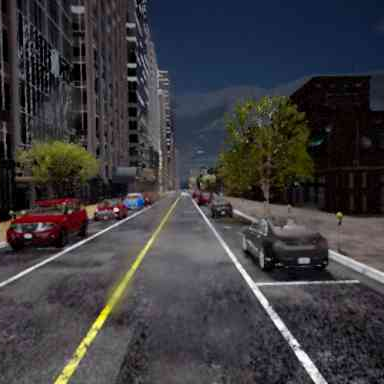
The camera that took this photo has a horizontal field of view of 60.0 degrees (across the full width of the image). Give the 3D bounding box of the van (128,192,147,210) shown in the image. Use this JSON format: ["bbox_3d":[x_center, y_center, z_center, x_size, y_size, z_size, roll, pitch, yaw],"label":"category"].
[{"bbox_3d":[-6.490,1.071,37.617,1.690,1.788,3.998,-2,1,-1],"label":"van"}]

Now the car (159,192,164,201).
[{"bbox_3d":[-7.082,0.991,65.285,1.887,1.381,4.507,-2,1,-1],"label":"car"}]

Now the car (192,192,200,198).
[{"bbox_3d":[0.935,0.666,82.053,1.947,1.339,4.313,-2,1,-1],"label":"car"}]

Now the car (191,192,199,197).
[{"bbox_3d":[0.816,0.625,87.586,1.802,1.307,4.206,-2,1,-1],"label":"car"}]

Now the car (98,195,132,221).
[{"bbox_3d":[-6.242,1.290,25.824,1.967,1.590,4.097,-2,1,-1],"label":"car"}]

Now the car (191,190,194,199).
[{"bbox_3d":[1.166,0.528,70.985,2.192,1.841,5.009,-2,1,-1],"label":"car"}]

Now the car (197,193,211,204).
[{"bbox_3d":[1.650,0.963,49.025,1.752,1.417,4.829,-2,1,-1],"label":"car"}]

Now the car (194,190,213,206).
[{"bbox_3d":[1.766,0.812,43.320,2.192,1.841,5.009,-2,1,-1],"label":"car"}]

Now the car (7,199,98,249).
[{"bbox_3d":[-6.097,1.280,14.754,2.192,1.841,5.009,-2,1,-1],"label":"car"}]

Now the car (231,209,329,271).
[{"bbox_3d":[2.624,1.383,10.127,2.008,1.369,4.403,-2,1,-1],"label":"car"}]

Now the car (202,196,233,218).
[{"bbox_3d":[2.162,1.224,25.988,2.008,1.369,4.403,-2,1,-1],"label":"car"}]

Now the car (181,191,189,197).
[{"bbox_3d":[-1.890,0.596,88.778,1.812,1.442,4.674,-1,1,-1],"label":"car"}]

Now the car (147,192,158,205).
[{"bbox_3d":[-6.730,0.931,48.683,2.192,1.841,5.009,-2,1,-1],"label":"car"}]

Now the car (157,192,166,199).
[{"bbox_3d":[-7.439,0.803,81.714,1.752,1.417,4.829,-2,1,-1],"label":"car"}]
